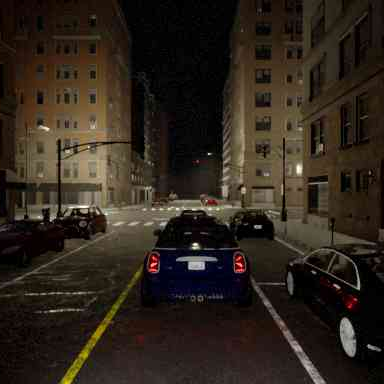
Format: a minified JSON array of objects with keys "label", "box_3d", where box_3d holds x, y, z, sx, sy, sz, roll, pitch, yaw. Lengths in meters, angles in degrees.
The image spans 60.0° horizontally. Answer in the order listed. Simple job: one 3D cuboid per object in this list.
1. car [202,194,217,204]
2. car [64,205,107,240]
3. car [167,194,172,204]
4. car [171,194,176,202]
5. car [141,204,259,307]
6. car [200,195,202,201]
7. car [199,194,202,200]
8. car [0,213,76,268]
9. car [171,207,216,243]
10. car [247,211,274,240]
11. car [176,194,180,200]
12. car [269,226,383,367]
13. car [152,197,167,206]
[{"label":"car","box_3d":[3.018,1.476,53.734,1.967,1.590,4.097,0,0,0]},{"label":"car","box_3d":[-5.631,1.441,16.665,1.967,1.590,4.097,0,0,0]},{"label":"car","box_3d":[-5.460,1.607,64.584,2.008,1.369,4.403,0,0,0]},{"label":"car","box_3d":[-5.393,1.626,80.640,1.752,1.417,4.829,0,0,0]},{"label":"car","box_3d":[0.097,1.352,8.131,2.097,1.767,4.553,0,0,0]},{"label":"car","box_3d":[3.065,1.607,64.551,2.008,1.369,4.403,0,0,0]},{"label":"car","box_3d":[3.109,1.524,75.369,1.967,1.590,4.097,0,0,0]},{"label":"car","box_3d":[-5.645,1.582,11.163,1.802,1.307,4.206,0,0,0]},{"label":"car","box_3d":[0.084,1.565,16.714,1.994,1.385,4.181,0,0,0]},{"label":"car","box_3d":[2.894,1.567,16.644,1.947,1.339,4.313,0,0,0]},{"label":"car","box_3d":[-5.347,1.457,91.627,2.192,1.841,5.009,0,0,0]},{"label":"car","box_3d":[2.867,1.551,5.641,2.008,1.369,4.403,0,0,0]},{"label":"car","box_3d":[-5.507,1.618,53.767,1.802,1.307,4.206,0,0,0]}]
